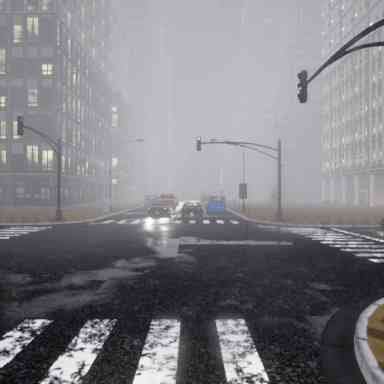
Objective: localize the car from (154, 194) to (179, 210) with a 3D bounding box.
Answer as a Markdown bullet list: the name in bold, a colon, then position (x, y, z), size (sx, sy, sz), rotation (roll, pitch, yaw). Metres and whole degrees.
- **car**: position (-3.174, 1.221, 42.952), size (2.150, 2.045, 5.566), rotation (0, 0, 1)

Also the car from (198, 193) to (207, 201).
- **car**: position (2.788, 1.309, 85.790), size (2.192, 1.841, 5.009), rotation (0, 0, 0)

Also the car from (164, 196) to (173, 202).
- **car**: position (-5.616, 1.577, 80.285), size (1.802, 1.307, 4.206), rotation (0, 0, 0)

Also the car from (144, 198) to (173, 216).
- **car**: position (-3.223, 1.600, 32.908), size (1.895, 1.301, 4.718), rotation (0, 0, 0)

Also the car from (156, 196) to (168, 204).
- **car**: position (-5.685, 1.564, 63.667), size (1.947, 1.339, 4.313), rotation (0, 0, 0)

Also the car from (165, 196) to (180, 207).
- **car**: position (-3.130, 1.491, 53.392), size (2.128, 1.511, 4.902), rotation (0, 0, 0)

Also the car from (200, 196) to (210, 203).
- **car**: position (2.718, 1.542, 69.172), size (1.887, 1.381, 4.507), rotation (0, 0, 0)

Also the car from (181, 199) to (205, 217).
- **car**: position (-0.003, 1.600, 31.575), size (1.895, 1.301, 4.718), rotation (0, 0, 0)

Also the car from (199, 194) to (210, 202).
- **car**: position (2.742, 1.311, 74.712), size (2.192, 1.841, 5.009), rotation (0, 0, 0)

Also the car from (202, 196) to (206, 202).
- **car**: position (2.628, 1.544, 41.479), size (1.887, 1.381, 4.507), rotation (0, 0, 0)

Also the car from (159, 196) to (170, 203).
- **car**: position (-5.662, 1.548, 69.205), size (2.008, 1.369, 4.403), rotation (0, 0, 0)

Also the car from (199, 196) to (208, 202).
- **car**: position (2.764, 1.561, 80.251), size (1.947, 1.339, 4.313), rotation (0, 0, 0)

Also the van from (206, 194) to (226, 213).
- **van**: position (2.696, 1.340, 35.940), size (1.690, 1.788, 3.998), rotation (0, 0, 0)

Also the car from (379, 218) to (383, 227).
- **car**: position (14.401, 1.685, 20.126), size (5.357, 1.411, 2.033), rotation (0, 0, -1)

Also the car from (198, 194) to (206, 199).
- **car**: position (2.696, 1.313, 63.633), size (2.192, 1.841, 5.009), rotation (0, 0, 0)

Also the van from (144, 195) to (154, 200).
- **van**: position (-5.752, 1.340, 47.049), size (1.690, 1.788, 3.998), rotation (0, 0, 0)
